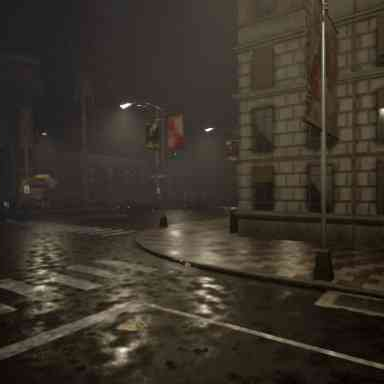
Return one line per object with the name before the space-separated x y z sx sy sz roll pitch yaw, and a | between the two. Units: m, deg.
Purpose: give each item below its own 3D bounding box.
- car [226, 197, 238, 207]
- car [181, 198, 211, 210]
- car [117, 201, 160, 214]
car | 7.182 1.524 51.108 4.674 1.442 1.812 0 0 -45
car | 0.603 1.490 43.322 2.128 1.511 4.902 0 0 37
car | -5.583 1.599 34.997 1.895 1.301 4.718 0 0 36
